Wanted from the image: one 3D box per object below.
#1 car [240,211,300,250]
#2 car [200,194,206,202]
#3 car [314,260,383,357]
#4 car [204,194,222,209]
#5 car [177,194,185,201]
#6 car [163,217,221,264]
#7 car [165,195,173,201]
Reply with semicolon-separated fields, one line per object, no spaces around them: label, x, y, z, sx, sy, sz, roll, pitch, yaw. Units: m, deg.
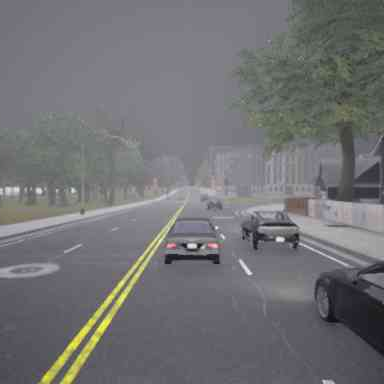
car;3.294;1.568;14.773;2.128;1.511;4.902;0;0;0
car;3.220;1.530;84.314;2.150;2.045;5.566;0;0;0
car;3.232;1.548;4.315;1.812;1.442;4.674;0;0;-2
car;3.235;1.586;48.969;2.097;1.767;4.553;0;0;0
car;-3.284;1.850;95.051;1.895;1.301;4.718;0;0;0
car;0.021;1.609;12.083;2.033;1.411;5.357;0;0;0
car;-6.534;1.755;95.079;1.837;1.490;4.892;0;0;0
